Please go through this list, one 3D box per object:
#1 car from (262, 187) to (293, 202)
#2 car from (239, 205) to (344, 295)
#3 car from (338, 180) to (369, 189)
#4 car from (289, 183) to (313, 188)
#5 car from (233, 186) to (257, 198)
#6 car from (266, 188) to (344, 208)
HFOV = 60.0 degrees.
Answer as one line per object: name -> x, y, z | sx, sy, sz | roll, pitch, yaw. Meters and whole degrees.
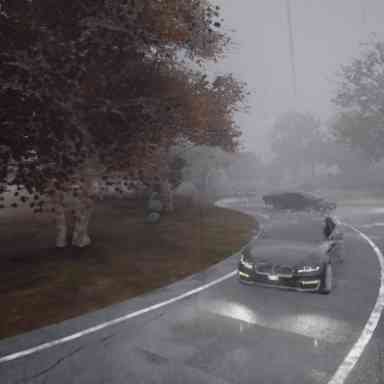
car -> 8.265, 0.544, 30.334 | 1.895, 1.301, 4.718 | -3, 2, -14
car -> 2.750, 1.335, 8.535 | 1.837, 1.490, 4.892 | 0, 1, 29
car -> 27.339, -1.304, 56.347 | 4.892, 1.490, 1.837 | -2, 2, 4
car -> 16.074, -0.594, 50.342 | 4.892, 1.490, 1.837 | -4, 1, -29
car -> 7.303, -0.008, 45.643 | 2.128, 1.511, 4.902 | -2, 2, 32
car -> 7.869, 0.676, 23.702 | 1.837, 1.490, 4.892 | -5, 3, -30
